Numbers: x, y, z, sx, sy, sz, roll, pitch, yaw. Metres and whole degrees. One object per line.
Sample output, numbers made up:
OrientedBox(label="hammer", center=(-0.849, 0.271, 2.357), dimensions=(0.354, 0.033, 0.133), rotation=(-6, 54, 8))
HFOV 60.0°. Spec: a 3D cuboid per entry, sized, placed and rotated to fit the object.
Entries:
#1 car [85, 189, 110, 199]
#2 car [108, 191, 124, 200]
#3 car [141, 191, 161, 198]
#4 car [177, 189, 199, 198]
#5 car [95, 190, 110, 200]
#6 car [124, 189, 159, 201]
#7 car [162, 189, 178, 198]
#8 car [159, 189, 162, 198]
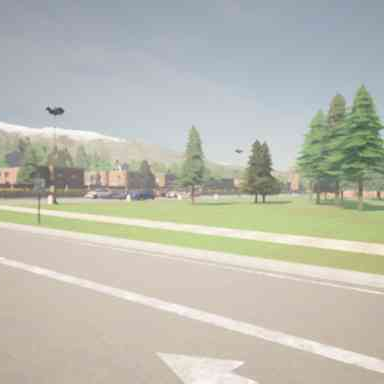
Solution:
OrientedBox(label="car", center=(-18.628, 0.398, 66.606), dimensions=(2.150, 2.045, 5.566), rotation=(1, 1, 35))
OrientedBox(label="car", center=(-12.604, 0.829, 63.076), dimensions=(2.033, 1.411, 5.357), rotation=(1, 1, 36))
OrientedBox(label="car", center=(-9.723, 0.557, 79.356), dimensions=(2.128, 1.511, 4.902), rotation=(1, 1, 35))
OrientedBox(label="car", center=(-0.464, 0.457, 74.270), dimensions=(2.097, 1.767, 4.553), rotation=(1, 1, 35))
OrientedBox(label="car", center=(-15.590, 0.776, 64.873), dimensions=(2.033, 1.411, 5.357), rotation=(1, 1, 35))
OrientedBox(label="car", center=(-9.282, 0.555, 61.744), dimensions=(2.150, 2.045, 5.566), rotation=(1, 1, 35))
OrientedBox(label="car", center=(-3.581, 0.305, 75.916), dimensions=(2.150, 2.045, 5.566), rotation=(1, 1, 35))
OrientedBox(label="car", center=(-6.558, 0.266, 77.767), dimensions=(2.150, 2.045, 5.566), rotation=(1, 1, 35))
